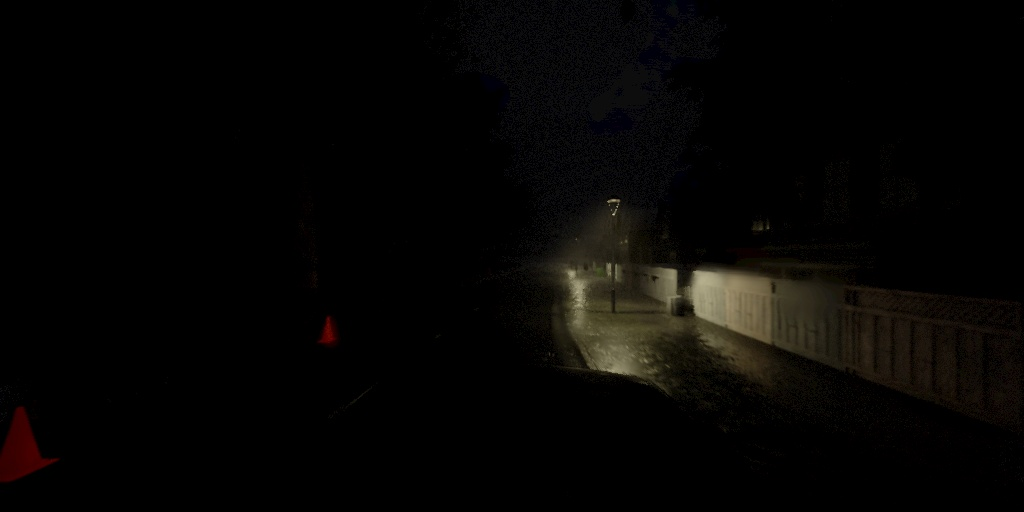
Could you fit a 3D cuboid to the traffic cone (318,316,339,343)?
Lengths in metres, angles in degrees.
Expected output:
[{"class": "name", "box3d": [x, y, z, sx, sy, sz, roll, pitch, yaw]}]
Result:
[{"class": "traffic cone", "box3d": [-4.308, 1.699, 8.413, 0.340, 0.580, 0.340, 0, 0, 4]}]

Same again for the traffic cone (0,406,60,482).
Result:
[{"class": "traffic cone", "box3d": [-4.540, 1.683, 3.306, 0.340, 0.580, 0.340, 0, 0, 1]}]
